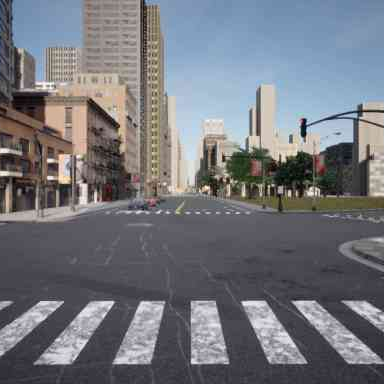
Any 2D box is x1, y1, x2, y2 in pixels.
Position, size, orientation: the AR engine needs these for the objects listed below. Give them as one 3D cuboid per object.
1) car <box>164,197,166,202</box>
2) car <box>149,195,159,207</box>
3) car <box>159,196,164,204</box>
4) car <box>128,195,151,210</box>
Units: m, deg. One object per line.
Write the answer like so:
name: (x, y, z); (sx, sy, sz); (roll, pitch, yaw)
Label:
car: (-6.557, 1.502, 69.742); (1.895, 1.301, 4.718); (0, 0, 0)
car: (-6.643, 1.295, 50.559); (2.097, 1.767, 4.553); (0, 0, 0)
car: (-6.631, 1.492, 59.610); (1.994, 1.385, 4.181); (0, 0, 0)
car: (-6.659, 1.484, 41.507); (1.812, 1.442, 4.674); (0, 0, 0)
